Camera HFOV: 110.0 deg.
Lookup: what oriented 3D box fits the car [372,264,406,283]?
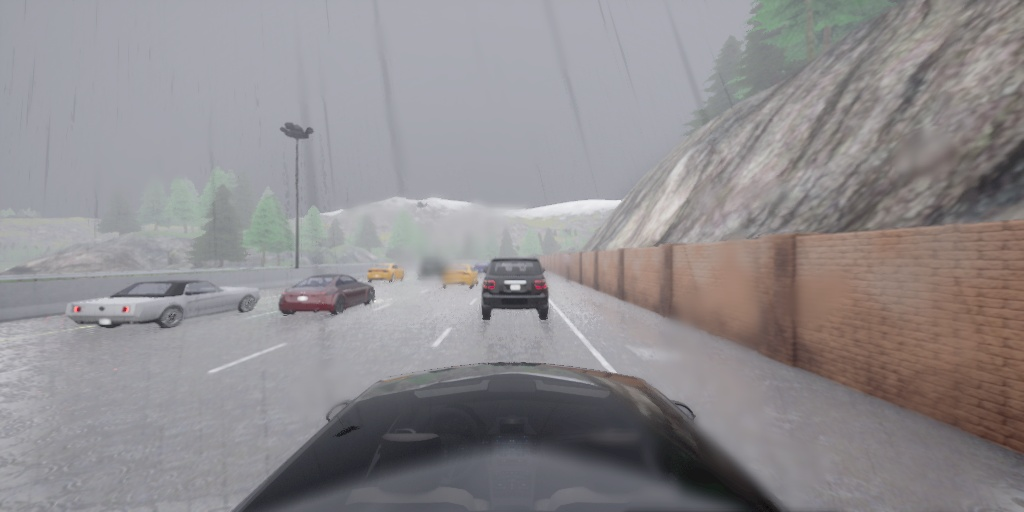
[{"bbox_3d":[-10.408,1.382,30.079,1.882,1.535,5.008,0,0,0],"label":"car"}]

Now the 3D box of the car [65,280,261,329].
[{"bbox_3d":[-10.402,1.403,11.392,1.895,1.301,4.718,0,0,0],"label":"car"}]

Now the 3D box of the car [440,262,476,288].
[{"bbox_3d":[-3.408,1.353,24.797,1.882,1.535,5.008,0,0,0],"label":"car"}]

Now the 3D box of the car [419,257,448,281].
[{"bbox_3d":[-6.910,1.141,32.979,2.150,2.045,5.566,0,0,0],"label":"car"}]

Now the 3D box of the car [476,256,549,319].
[{"bbox_3d":[0.098,1.034,13.293,2.150,2.045,5.566,0,0,0],"label":"car"}]

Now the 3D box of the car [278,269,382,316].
[{"bbox_3d":[-6.902,1.380,13.828,1.994,1.385,4.181,0,0,0],"label":"car"}]
